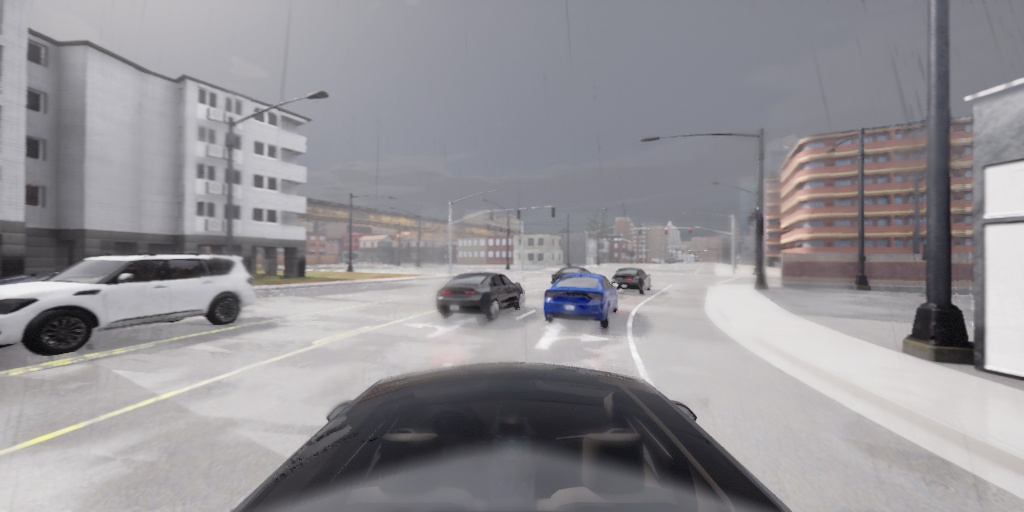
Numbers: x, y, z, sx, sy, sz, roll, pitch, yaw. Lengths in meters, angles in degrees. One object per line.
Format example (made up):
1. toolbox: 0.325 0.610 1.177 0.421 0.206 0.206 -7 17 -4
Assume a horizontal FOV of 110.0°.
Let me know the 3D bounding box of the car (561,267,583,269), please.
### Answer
1. car: 4.186 1.439 23.708 1.882 1.535 5.008 0 -1 29

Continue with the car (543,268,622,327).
1. car: 2.508 1.333 12.276 1.882 1.535 5.008 0 -1 21

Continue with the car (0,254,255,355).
1. car: -9.578 0.961 9.088 2.150 2.045 5.566 0 -1 12

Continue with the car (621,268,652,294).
1. car: 7.474 1.480 22.420 1.837 1.490 4.892 0 -1 28

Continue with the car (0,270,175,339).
1. car: -12.882 1.213 9.871 2.128 1.511 4.902 0 -1 13

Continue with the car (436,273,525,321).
1. car: -0.947 1.339 13.006 1.837 1.490 4.892 0 -1 18
